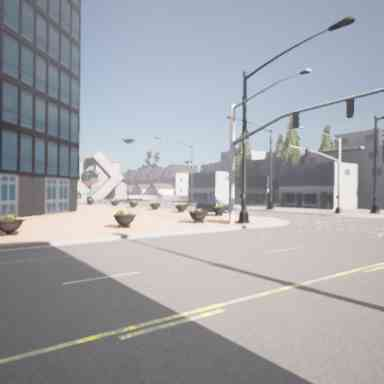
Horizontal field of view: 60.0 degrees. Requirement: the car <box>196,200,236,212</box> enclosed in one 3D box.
[{"bbox_3d":[2.620,1.584,37.716,2.033,1.411,5.357,1,0,-35],"label":"car"}]
